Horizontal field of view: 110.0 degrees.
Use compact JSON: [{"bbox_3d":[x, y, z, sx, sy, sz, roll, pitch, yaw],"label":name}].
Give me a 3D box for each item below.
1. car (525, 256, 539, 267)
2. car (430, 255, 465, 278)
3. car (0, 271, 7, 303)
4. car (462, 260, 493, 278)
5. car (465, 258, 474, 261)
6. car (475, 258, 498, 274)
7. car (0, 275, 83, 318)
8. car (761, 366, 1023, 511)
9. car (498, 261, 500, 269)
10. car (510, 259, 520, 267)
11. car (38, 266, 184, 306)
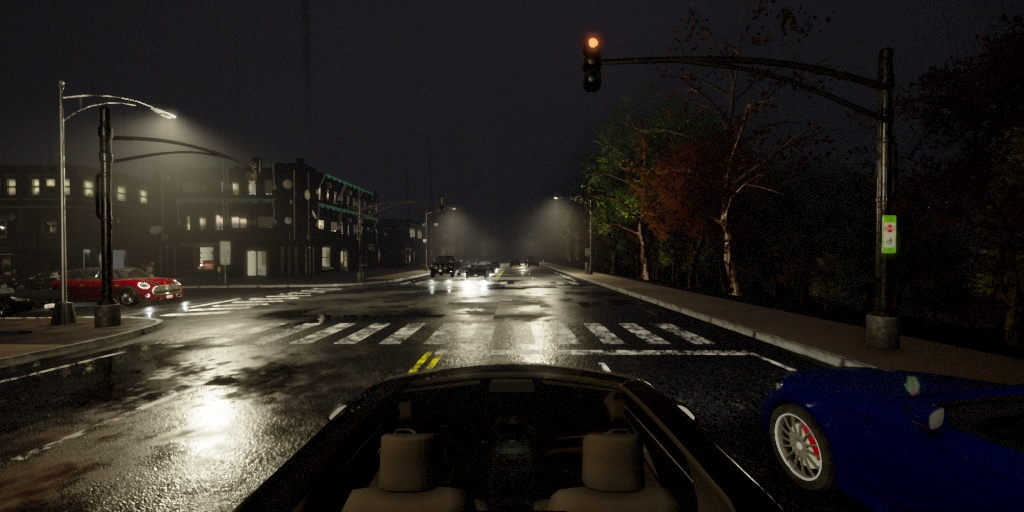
[{"bbox_3d":[3.839,1.204,64.633,1.882,1.535,5.008,0,0,1],"label":"car"},{"bbox_3d":[-6.321,0.961,34.844,2.150,2.045,5.566,0,0,2],"label":"car"},{"bbox_3d":[-27.203,1.548,16.521,4.902,1.511,2.128,-1,1,0],"label":"car"},{"bbox_3d":[-3.110,1.341,33.009,1.895,1.301,4.718,0,0,0],"label":"car"},{"bbox_3d":[-6.263,1.240,45.132,1.837,1.490,4.892,0,0,0],"label":"car"},{"bbox_3d":[-3.036,1.300,41.829,1.994,1.385,4.181,0,0,1],"label":"car"},{"bbox_3d":[-19.857,1.565,13.749,4.313,1.339,1.948,0,0,1],"label":"car"},{"bbox_3d":[3.354,1.276,1.567,1.812,1.442,4.674,0,0,1],"label":"car"},{"bbox_3d":[-2.910,1.295,55.348,1.994,1.385,4.181,0,0,1],"label":"car"},{"bbox_3d":[0.589,1.231,64.793,1.837,1.490,4.892,0,0,0],"label":"car"},{"bbox_3d":[-17.993,1.302,16.466,4.553,1.767,2.097,-1,1,0],"label":"car"}]
